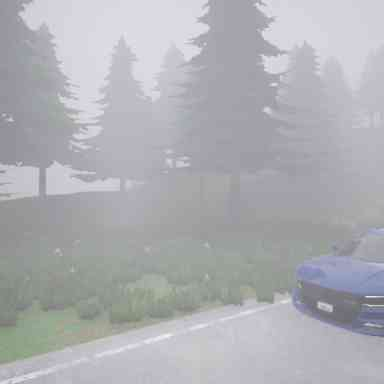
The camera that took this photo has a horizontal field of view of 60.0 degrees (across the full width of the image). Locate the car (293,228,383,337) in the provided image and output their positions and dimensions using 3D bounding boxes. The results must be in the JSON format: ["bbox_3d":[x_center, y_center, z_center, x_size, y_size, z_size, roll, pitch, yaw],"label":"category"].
[{"bbox_3d":[4.059,1.480,6.528,5.008,1.535,1.882,0,0,-36],"label":"car"}]
